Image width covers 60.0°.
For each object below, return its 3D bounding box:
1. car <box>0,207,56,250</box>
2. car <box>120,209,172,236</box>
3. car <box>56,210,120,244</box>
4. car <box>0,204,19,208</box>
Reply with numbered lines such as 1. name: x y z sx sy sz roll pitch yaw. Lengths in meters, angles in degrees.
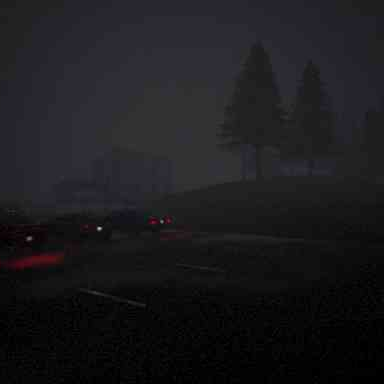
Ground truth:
1. car: -8.127 1.617 13.967 5.008 1.535 1.882 0 0 36
2. car: -3.673 1.682 19.384 5.357 1.411 2.033 -1 0 36
3. car: -5.961 1.702 16.718 4.181 1.385 1.994 -1 0 36
4. car: -16.135 1.773 28.272 4.902 1.511 2.128 -1 0 36
